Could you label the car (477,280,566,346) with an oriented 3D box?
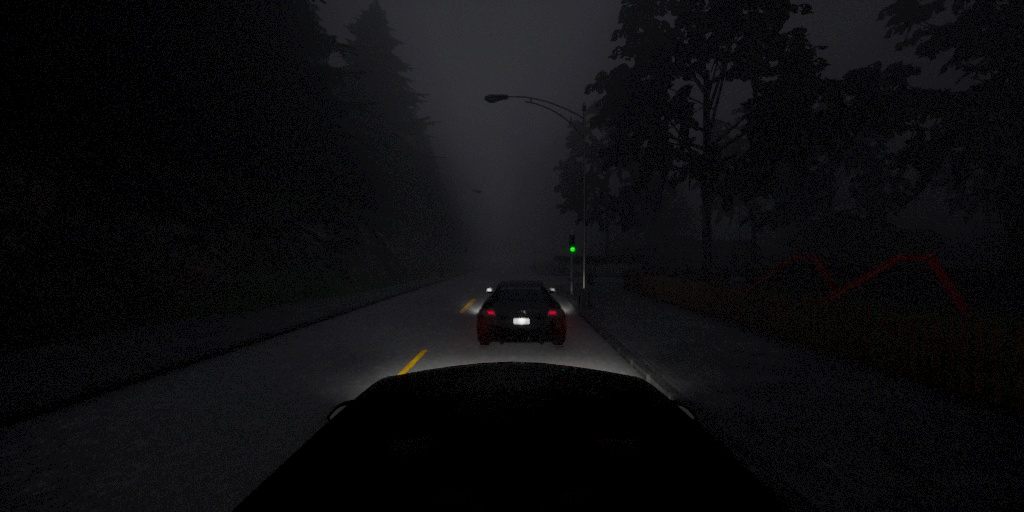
[{"bbox_3d":[0.233,1.314,9.410,1.994,1.385,4.181,0,0,1],"label":"car"}]
